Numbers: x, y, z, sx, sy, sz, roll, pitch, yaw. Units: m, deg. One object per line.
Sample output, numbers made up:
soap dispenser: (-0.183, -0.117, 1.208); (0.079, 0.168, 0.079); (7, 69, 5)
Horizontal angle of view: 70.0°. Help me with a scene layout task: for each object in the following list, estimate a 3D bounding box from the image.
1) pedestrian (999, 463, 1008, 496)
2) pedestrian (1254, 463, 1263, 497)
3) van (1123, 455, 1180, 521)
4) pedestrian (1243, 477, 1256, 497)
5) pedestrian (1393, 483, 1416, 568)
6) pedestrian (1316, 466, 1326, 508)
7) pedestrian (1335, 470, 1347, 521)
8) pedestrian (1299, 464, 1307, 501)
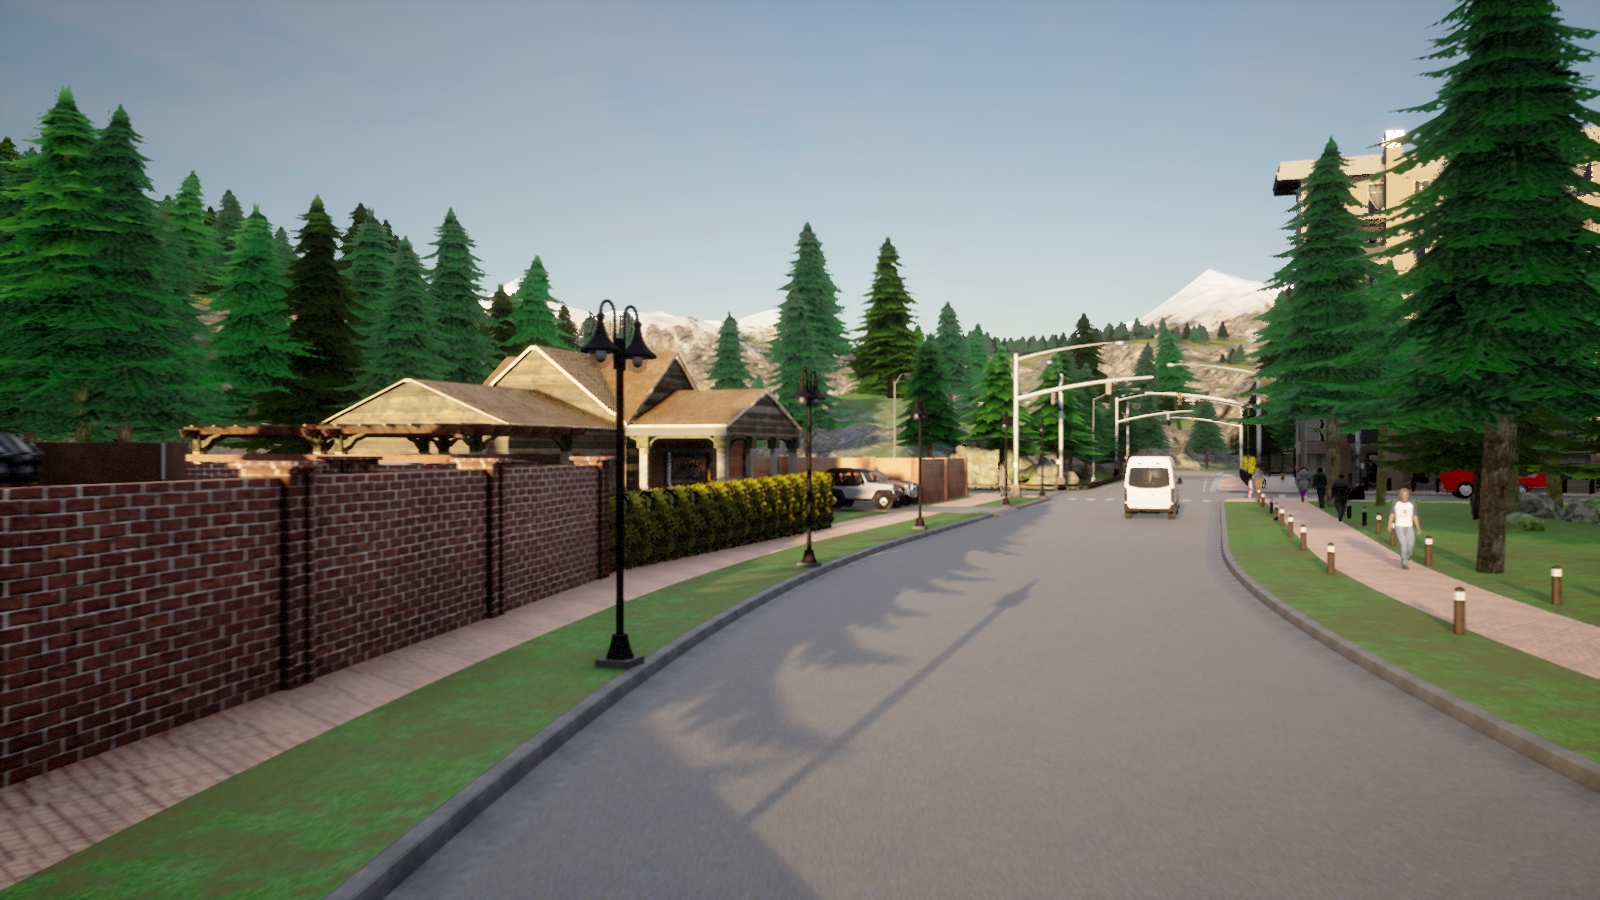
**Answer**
pedestrian: (11.507, 1.669, 64.716); (0.375, 1.860, 0.375); (0, 0, 37)
pedestrian: (25.452, 1.679, 63.421); (0.375, 1.860, 0.375); (0, 0, -4)
van: (14.809, 1.502, 47.966); (1.988, 2.561, 5.915); (0, 0, 20)
pedestrian: (24.867, 2.061, 63.240); (0.500, 1.100, 0.500); (0, 0, 0)
pedestrian: (13.375, 1.665, 25.273); (0.375, 1.860, 0.375); (0, 0, 13)
pedestrian: (23.302, 1.663, 51.100); (0.375, 1.860, 0.375); (0, 0, 20)
pedestrian: (19.995, 1.665, 42.242); (0.375, 1.860, 0.375); (0, 0, 27)
pedestrian: (25.785, 1.668, 58.550); (0.375, 1.860, 0.375); (0, 0, 23)
